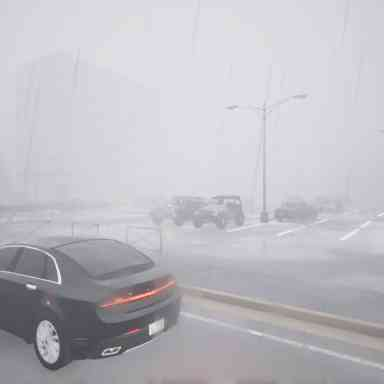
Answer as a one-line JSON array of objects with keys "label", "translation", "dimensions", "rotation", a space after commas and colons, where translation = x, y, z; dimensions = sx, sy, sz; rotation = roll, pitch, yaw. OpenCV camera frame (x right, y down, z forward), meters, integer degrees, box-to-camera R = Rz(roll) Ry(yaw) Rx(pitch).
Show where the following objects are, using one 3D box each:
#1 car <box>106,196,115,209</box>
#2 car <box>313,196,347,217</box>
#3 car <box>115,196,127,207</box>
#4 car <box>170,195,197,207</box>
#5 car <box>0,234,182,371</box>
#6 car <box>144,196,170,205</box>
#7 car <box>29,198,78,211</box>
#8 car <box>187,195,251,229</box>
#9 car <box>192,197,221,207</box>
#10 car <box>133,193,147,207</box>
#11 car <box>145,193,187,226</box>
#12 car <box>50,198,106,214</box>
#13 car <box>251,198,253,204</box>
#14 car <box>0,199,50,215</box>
[{"label": "car", "translation": [-12.470, 1.526, 42.149], "dimensions": [1.812, 1.442, 4.674], "rotation": [0, 0, 34]}, {"label": "car", "translation": [13.779, 1.395, 33.146], "dimensions": [1.970, 1.475, 3.806], "rotation": [0, 0, 34]}, {"label": "car", "translation": [-11.807, 1.352, 49.410], "dimensions": [2.097, 1.767, 4.553], "rotation": [0, 0, 34]}, {"label": "car", "translation": [-1.275, 1.352, 52.167], "dimensions": [2.097, 1.767, 4.553], "rotation": [0, 0, 34]}, {"label": "car", "translation": [-2.429, 1.505, 5.733], "dimensions": [4.892, 1.490, 1.837], "rotation": [0, 0, 36]}, {"label": "car", "translation": [-6.028, 1.526, 57.920], "dimensions": [1.812, 1.442, 4.674], "rotation": [0, 0, 35]}, {"label": "car", "translation": [-17.144, 1.547, 41.492], "dimensions": [2.033, 1.411, 5.357], "rotation": [0, 0, 34]}, {"label": "car", "translation": [1.732, 1.156, 20.212], "dimensions": [1.905, 1.878, 3.866], "rotation": [0, 0, 34]}, {"label": "car", "translation": [2.286, 1.489, 51.188], "dimensions": [2.128, 1.511, 4.902], "rotation": [0, 0, 34]}, {"label": "car", "translation": [-6.584, 1.221, 50.860], "dimensions": [2.150, 2.045, 5.566], "rotation": [0, 0, 34]}, {"label": "car", "translation": [-0.632, 1.153, 21.882], "dimensions": [1.932, 1.855, 4.605], "rotation": [0, 0, 34]}, {"label": "car", "translation": [-12.186, 1.491, 35.956], "dimensions": [2.128, 1.511, 4.902], "rotation": [0, 0, 34]}, {"label": "car", "translation": [9.870, 1.505, 62.456], "dimensions": [1.837, 1.490, 4.892], "rotation": [0, 0, 34]}, {"label": "car", "translation": [-17.472, 1.601, 34.738], "dimensions": [1.895, 1.301, 4.718], "rotation": [0, 0, 34]}]
